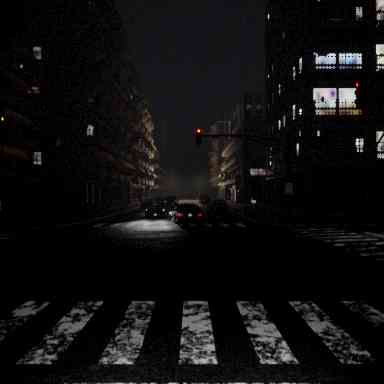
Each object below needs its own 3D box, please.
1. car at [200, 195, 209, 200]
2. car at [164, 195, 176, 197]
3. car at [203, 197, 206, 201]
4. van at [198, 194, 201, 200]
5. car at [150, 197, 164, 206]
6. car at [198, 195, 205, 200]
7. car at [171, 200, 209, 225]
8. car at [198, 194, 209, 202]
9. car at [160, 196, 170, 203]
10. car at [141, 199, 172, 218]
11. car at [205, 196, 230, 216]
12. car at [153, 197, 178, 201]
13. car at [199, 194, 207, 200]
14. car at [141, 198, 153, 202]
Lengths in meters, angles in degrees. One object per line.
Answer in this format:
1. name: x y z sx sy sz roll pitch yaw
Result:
1. car: 2.657 1.596 55.190 1.802 1.307 4.206 0 0 0
2. car: -3.121 1.364 50.175 2.097 1.767 4.553 0 0 0
3. car: 2.667 1.559 38.587 2.008 1.369 4.403 0 0 0
4. van: 2.650 1.362 66.259 1.690 1.788 3.998 0 0 0
5. car: -5.724 1.580 55.186 1.947 1.339 4.313 0 0 0
6. car: 2.631 1.586 93.929 1.887 1.381 4.507 0 0 0
7. car: -0.278 1.551 24.060 2.033 1.411 5.357 0 0 -4
8. car: 2.643 1.344 77.327 2.192 1.841 5.009 0 0 0
9. car: -5.735 1.569 71.787 1.887 1.381 4.507 0 0 0
10. car: -3.118 1.606 30.419 1.895 1.301 4.718 0 0 0
11. car: 2.671 1.447 33.053 1.967 1.590 4.097 0 0 0
12. car: -3.118 1.572 39.538 1.994 1.385 4.181 0 0 0
13. car: 2.653 1.599 60.724 1.802 1.307 4.206 0 0 0
14. car: -5.717 1.561 44.116 2.008 1.369 4.403 0 0 0
